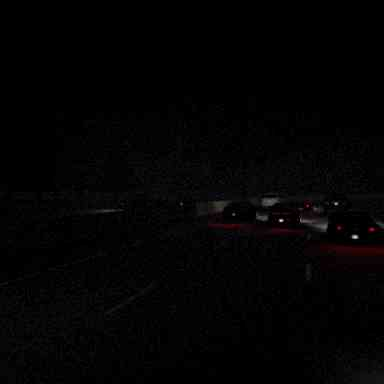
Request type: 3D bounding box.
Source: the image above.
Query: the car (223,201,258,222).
[{"bbox_3d":[3.852,1.444,25.984,1.882,1.535,5.008,0,0,21],"label":"car"}]

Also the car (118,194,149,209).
[{"bbox_3d":[-7.544,1.263,44.431,2.150,2.045,5.566,0,0,25],"label":"car"}]

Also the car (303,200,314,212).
[{"bbox_3d":[12.850,1.541,38.044,1.895,1.301,4.718,0,0,25],"label":"car"}]

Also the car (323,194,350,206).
[{"bbox_3d":[14.020,1.166,32.273,2.150,2.045,5.566,0,0,24],"label":"car"}]

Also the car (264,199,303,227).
[{"bbox_3d":[6.325,1.473,22.656,1.837,1.490,4.892,0,1,21],"label":"car"}]

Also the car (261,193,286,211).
[{"bbox_3d":[9.914,1.159,40.027,2.150,2.045,5.566,0,-1,25],"label":"car"}]

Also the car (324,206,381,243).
[{"bbox_3d":[7.618,1.572,16.062,1.895,1.301,4.718,0,0,20],"label":"car"}]

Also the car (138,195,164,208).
[{"bbox_3d":[-4.350,1.481,42.999,2.128,1.511,4.902,0,0,25],"label":"car"}]

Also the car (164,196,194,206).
[{"bbox_3d":[-1.156,1.362,41.568,2.097,1.767,4.553,0,0,25],"label":"car"}]
